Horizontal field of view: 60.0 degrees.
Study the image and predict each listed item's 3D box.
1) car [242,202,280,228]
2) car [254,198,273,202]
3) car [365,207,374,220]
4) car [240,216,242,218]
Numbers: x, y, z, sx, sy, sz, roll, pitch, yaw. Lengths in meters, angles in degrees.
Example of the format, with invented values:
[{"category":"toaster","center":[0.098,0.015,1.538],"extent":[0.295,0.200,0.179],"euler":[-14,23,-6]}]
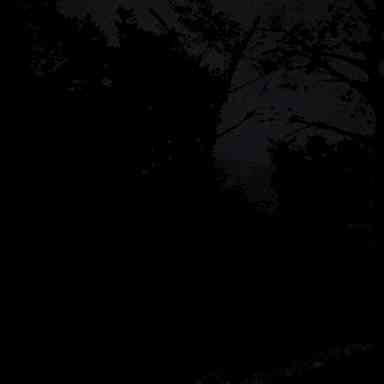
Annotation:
[{"category":"car","center":[6.285,1.696,23.710],"extent":[4.892,1.521,2.231],"euler":[0,-1,-38]},{"category":"car","center":[9.705,1.840,39.386],"extent":[4.553,1.767,2.185],"euler":[0,-2,-37]},{"category":"car","center":[17.101,1.737,29.752],"extent":[5.008,1.535,2.097],"euler":[0,-1,-38]},{"category":"car","center":[8.110,2.041,41.834],"extent":[5.366,1.575,1.946],"euler":[0,-2,-37]}]
